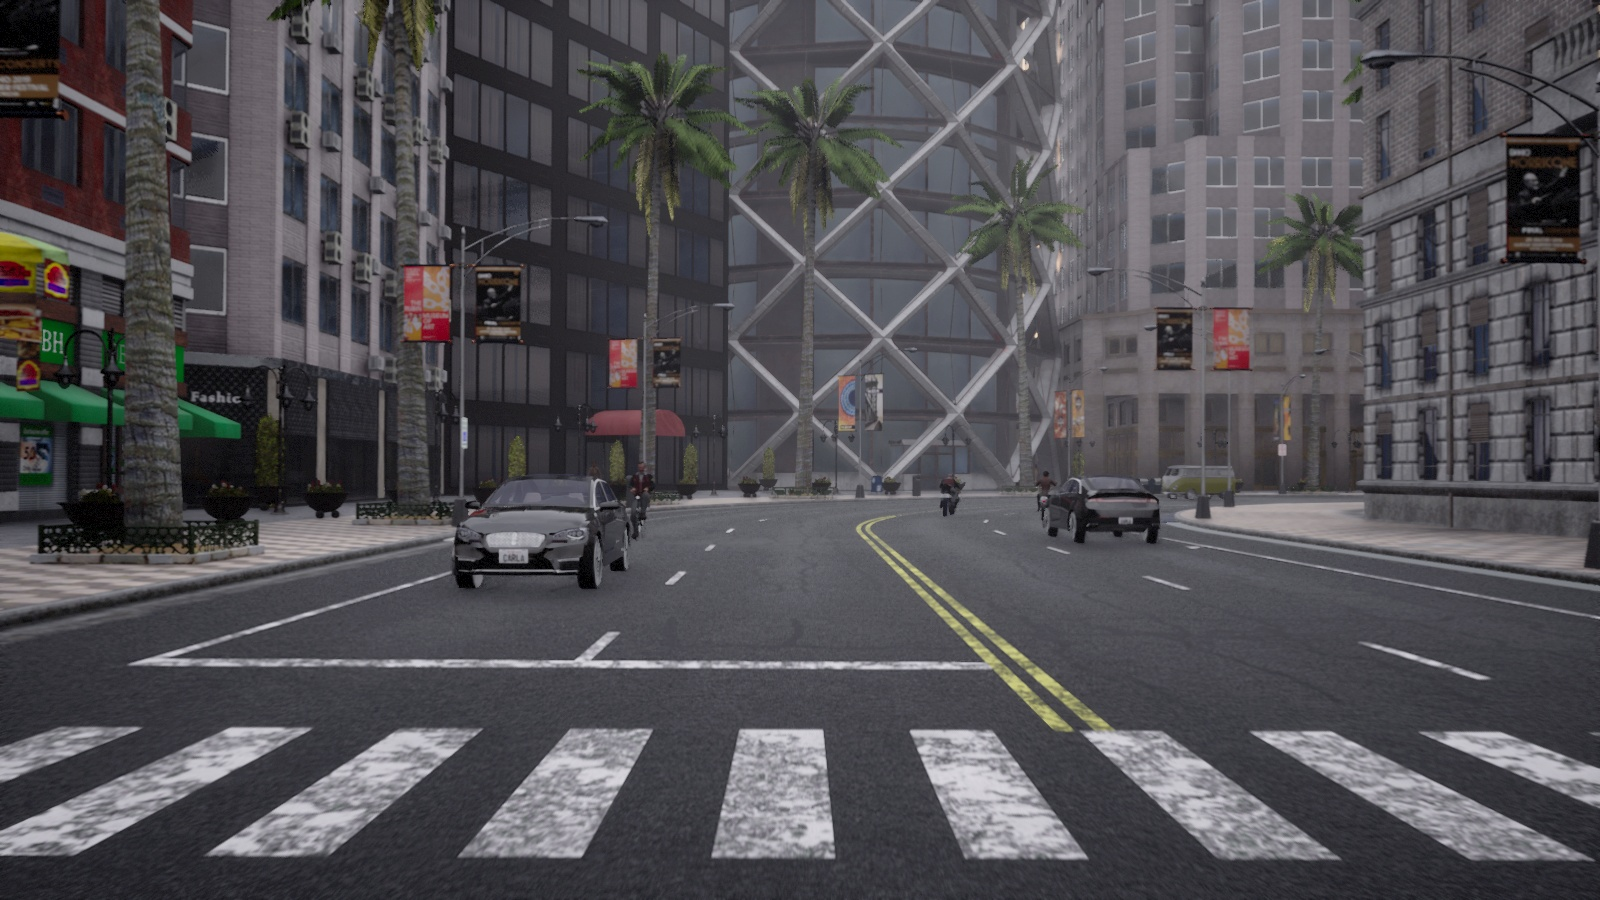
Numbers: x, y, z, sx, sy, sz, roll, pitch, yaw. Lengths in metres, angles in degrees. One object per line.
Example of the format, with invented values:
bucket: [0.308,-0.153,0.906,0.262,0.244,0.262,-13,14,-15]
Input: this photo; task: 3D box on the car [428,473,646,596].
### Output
car: [-3.553,1.091,17.975,2.128,1.511,4.902,0,-1,-1]

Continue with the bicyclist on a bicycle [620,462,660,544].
bicyclist on a bicycle: [-3.565,1.177,28.165,0.659,1.776,1.843,0,-1,0]

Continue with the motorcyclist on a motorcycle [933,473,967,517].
motorcyclist on a motorcycle: [5.364,1.589,44.876,0.866,1.530,2.191,0,-1,16]

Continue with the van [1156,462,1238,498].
van: [22.673,1.691,71.701,4.442,1.987,1.775,0,-1,-25]

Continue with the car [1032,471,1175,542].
car: [6.929,1.239,29.249,2.128,1.511,4.902,0,-1,0]
